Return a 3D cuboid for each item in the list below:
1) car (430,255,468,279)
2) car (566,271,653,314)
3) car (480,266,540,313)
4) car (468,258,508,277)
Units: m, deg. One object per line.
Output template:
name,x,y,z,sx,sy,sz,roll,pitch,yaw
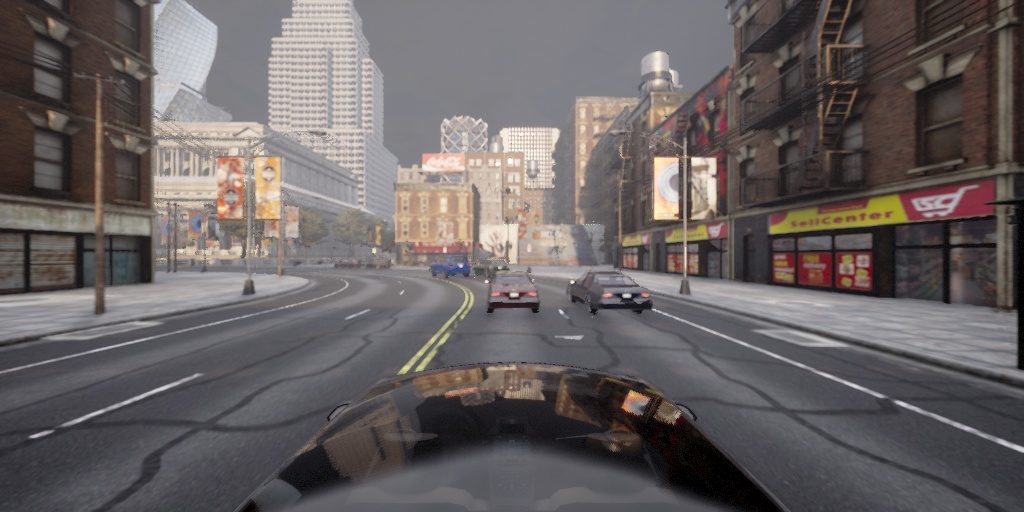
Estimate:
car,-5.680,0.935,32.568,2.150,2.045,5.566,0,0,-31
car,3.449,1.283,13.673,2.033,1.411,5.357,0,0,-3
car,-0.061,1.283,13.967,2.033,1.411,5.357,0,0,-3
car,-2.034,1.065,32.923,2.097,1.767,4.553,0,0,-28
